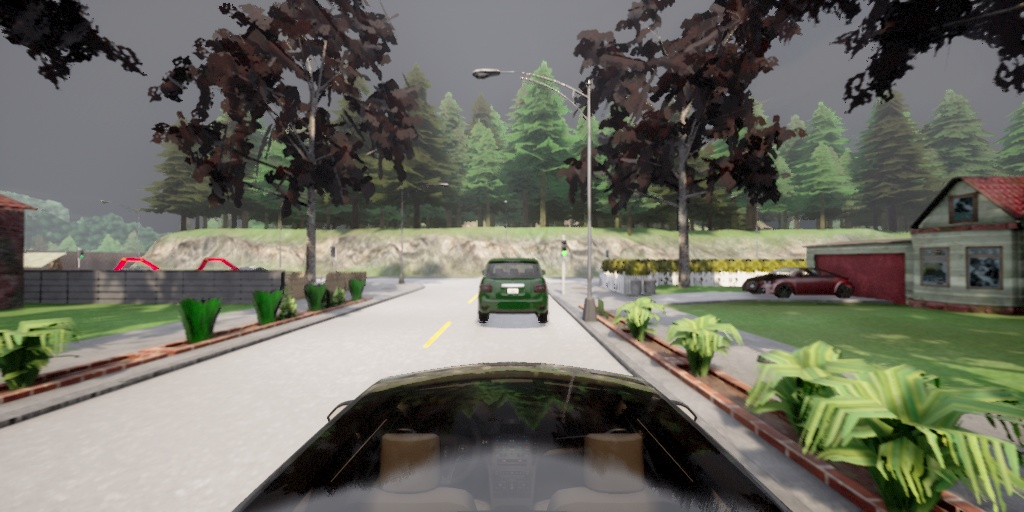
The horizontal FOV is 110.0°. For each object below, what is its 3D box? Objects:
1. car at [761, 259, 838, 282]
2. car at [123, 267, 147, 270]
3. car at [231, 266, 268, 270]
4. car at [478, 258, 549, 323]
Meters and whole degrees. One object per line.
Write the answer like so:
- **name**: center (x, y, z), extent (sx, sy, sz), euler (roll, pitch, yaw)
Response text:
- **car**: center (29.101, 1.342, 36.432), extent (5.566, 2.045, 2.150), euler (0, -1, 0)
- **car**: center (-33.192, 1.639, 32.299), extent (4.181, 1.385, 1.994), euler (0, -1, -1)
- **car**: center (-23.260, 1.601, 32.288), extent (4.674, 1.442, 1.812), euler (0, -1, 0)
- **car**: center (0.052, 1.092, 12.815), extent (2.150, 2.045, 5.566), euler (0, 0, 0)
